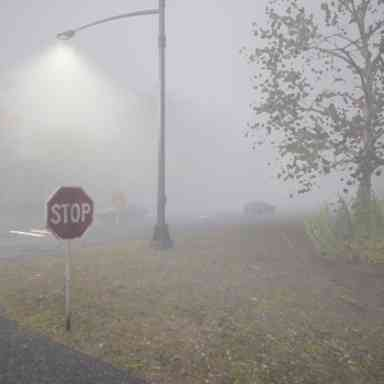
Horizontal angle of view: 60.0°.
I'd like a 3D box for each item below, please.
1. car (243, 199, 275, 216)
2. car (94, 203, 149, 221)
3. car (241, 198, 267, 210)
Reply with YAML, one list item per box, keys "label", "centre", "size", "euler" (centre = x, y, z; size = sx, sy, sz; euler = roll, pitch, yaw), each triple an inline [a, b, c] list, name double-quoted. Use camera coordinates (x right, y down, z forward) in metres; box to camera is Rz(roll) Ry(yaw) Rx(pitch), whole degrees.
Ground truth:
- label: "car"
  centre: [7.180, 1.673, 35.042]
  size: [2.128, 1.511, 4.902]
  euler: [0, 0, 36]
- label: "car"
  centre: [-6.118, 1.688, 28.639]
  size: [2.033, 1.411, 5.357]
  euler: [0, 0, 36]
- label: "car"
  centre: [9.459, 1.778, 50.110]
  size: [1.882, 1.535, 5.008]
  euler: [0, 1, 36]
